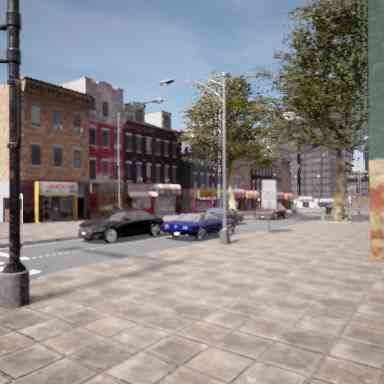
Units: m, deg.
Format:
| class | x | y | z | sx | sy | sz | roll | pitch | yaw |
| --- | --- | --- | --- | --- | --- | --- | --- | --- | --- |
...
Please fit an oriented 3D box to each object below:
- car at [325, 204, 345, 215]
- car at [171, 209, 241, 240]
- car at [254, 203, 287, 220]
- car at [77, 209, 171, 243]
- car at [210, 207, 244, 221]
| class | x | y | z | sx | sy | sz | roll | pitch | yaw |
| --- | --- | --- | --- | --- | --- | --- | --- | --- | --- |
| car | 19.200 | 2.342 | 44.557 | 1.837 | 1.490 | 4.892 | -1 | -2 | 35 |
| car | 0.558 | 1.814 | 18.338 | 1.895 | 1.301 | 4.718 | -1 | -1 | 37 |
| car | 8.026 | 1.885 | 33.866 | 2.097 | 1.767 | 4.553 | 0 | -1 | 34 |
| car | -3.575 | 1.669 | 17.421 | 1.882 | 1.535 | 5.008 | -1 | -1 | 35 |
| car | 2.146 | 1.889 | 25.520 | 2.033 | 1.411 | 5.357 | -1 | -1 | 35 |
